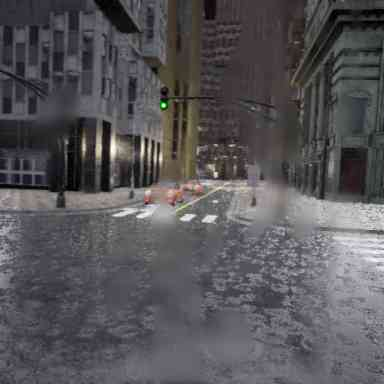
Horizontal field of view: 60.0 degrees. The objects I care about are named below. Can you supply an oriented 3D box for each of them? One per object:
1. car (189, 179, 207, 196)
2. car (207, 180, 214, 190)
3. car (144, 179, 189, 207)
[{"bbox_3d":[0.009,-0.600,36.574,2.097,1.767,4.553,3,3,8],"label":"car"},{"bbox_3d":[2.230,-1.120,51.336,1.812,1.442,4.674,3,3,9],"label":"car"},{"bbox_3d":[-1.883,-0.015,23.954,2.097,1.767,4.553,3,3,8],"label":"car"}]
